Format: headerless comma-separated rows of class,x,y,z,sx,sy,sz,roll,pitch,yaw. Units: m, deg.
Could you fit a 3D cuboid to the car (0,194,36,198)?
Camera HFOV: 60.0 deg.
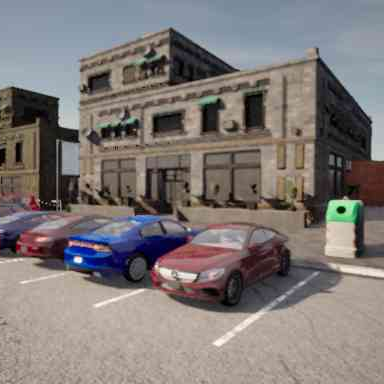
car,-10.241,1.146,16.229,2.435,2.045,5.566,0,0,36

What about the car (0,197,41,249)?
car,-7.998,1.285,14.625,2.185,1.767,4.553,0,0,36

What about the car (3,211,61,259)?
car,-3.492,1.474,11.445,2.002,1.452,4.674,0,0,36

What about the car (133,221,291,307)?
car,0.999,1.499,8.246,2.002,1.452,4.674,0,0,36

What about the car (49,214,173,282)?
car,-1.250,1.446,9.841,2.097,1.535,5.008,0,0,36
